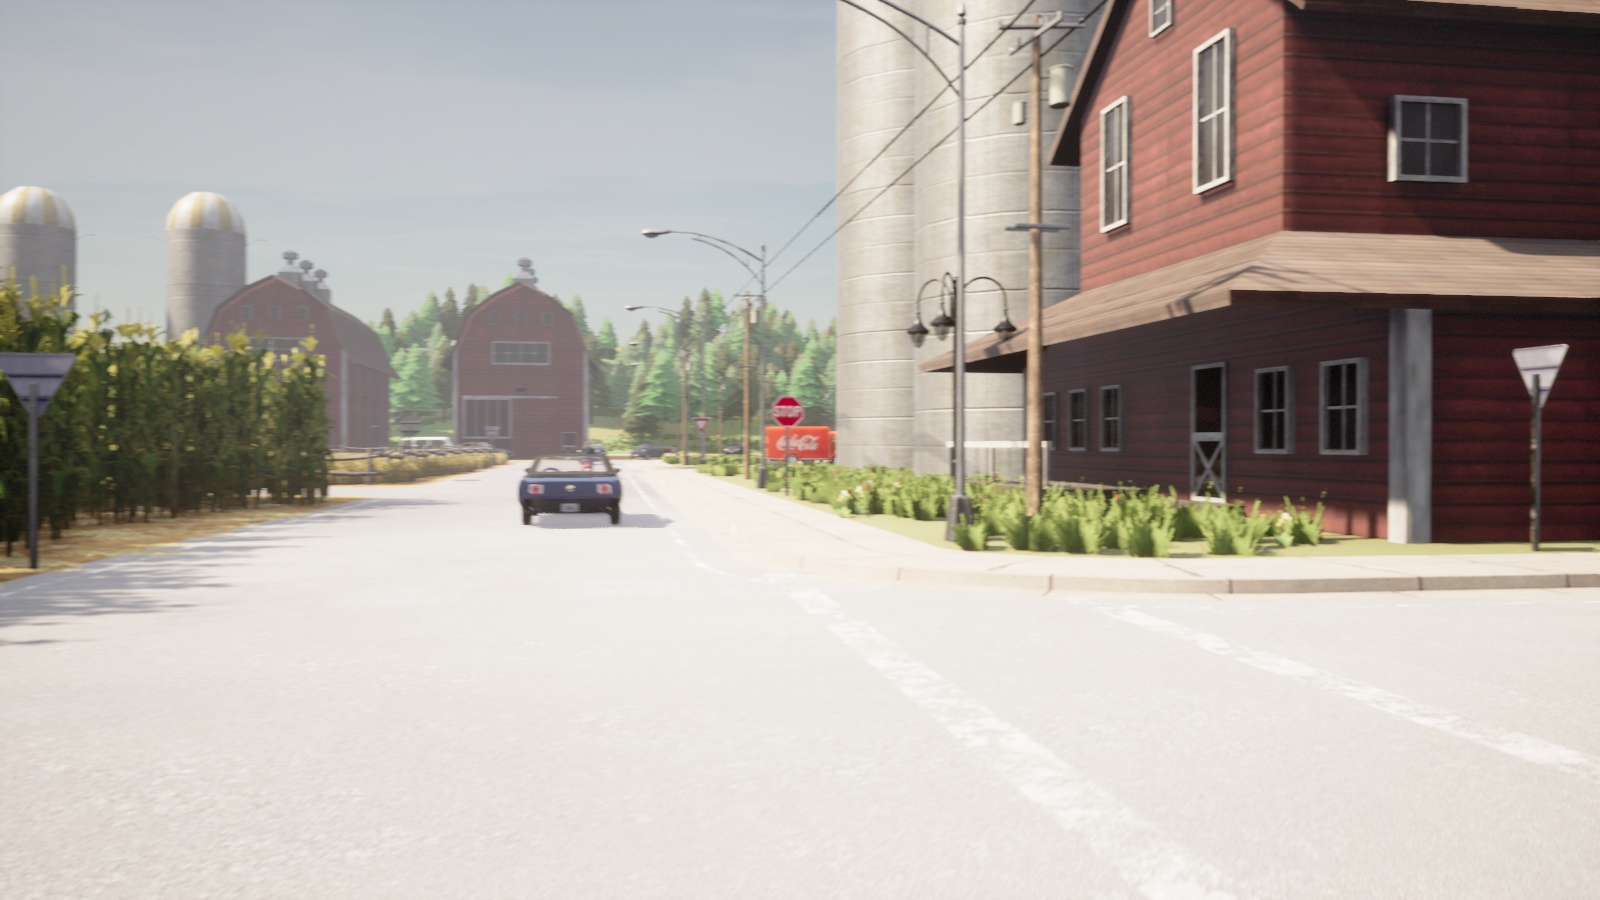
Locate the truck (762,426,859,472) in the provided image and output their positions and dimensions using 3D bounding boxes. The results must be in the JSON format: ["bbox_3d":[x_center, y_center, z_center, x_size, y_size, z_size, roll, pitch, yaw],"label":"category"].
[{"bbox_3d":[0.519,-0.056,69.309,5.204,2.467,2.627,0,1,-2],"label":"truck"}]

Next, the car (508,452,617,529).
[{"bbox_3d":[-4.574,0.718,24.513,1.895,1.301,4.718,0,0,-9],"label":"car"}]
